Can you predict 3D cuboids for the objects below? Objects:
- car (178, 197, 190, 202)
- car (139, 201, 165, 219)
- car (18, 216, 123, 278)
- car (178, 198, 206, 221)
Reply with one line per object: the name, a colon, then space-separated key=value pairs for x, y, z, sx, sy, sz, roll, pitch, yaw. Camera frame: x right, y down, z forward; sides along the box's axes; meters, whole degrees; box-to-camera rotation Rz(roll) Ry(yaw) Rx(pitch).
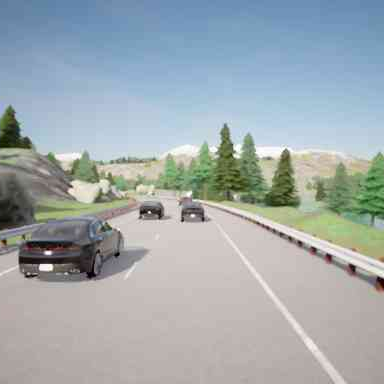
car: x=-0.965 y=1.455 z=47.362 sx=2.033 sy=1.649 sz=4.856 roll=0 pitch=0 yaw=-5
car: x=-3.481 y=1.493 z=29.303 sx=1.882 sy=1.535 sz=5.008 roll=0 pitch=0 yaw=-1
car: x=-3.398 y=1.511 z=10.166 sx=1.837 sy=1.490 sz=4.892 roll=0 pitch=0 yaw=0
car: x=0.049 y=1.520 z=27.280 sx=1.837 sy=1.490 sz=4.892 roll=0 pitch=0 yaw=-1
